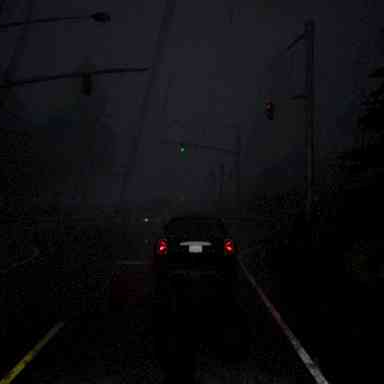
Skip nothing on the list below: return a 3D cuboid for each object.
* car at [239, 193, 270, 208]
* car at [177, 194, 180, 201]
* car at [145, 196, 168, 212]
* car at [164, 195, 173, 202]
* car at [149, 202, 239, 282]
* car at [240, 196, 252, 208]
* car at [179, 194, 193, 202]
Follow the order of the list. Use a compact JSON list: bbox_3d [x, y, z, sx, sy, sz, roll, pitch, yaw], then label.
[{"bbox_3d":[8.444,1.133,45.002,3.866,1.878,1.905,0,0,-1],"label":"car"},{"bbox_3d":[-2.213,1.136,77.263,2.097,1.767,4.553,0,0,-13],"label":"car"},{"bbox_3d":[-4.038,1.486,37.338,1.812,1.442,4.674,0,0,0],"label":"car"},{"bbox_3d":[-4.107,1.462,46.511,1.837,1.490,4.892,0,0,0],"label":"car"},{"bbox_3d":[0.103,1.349,9.908,2.097,1.767,4.553,0,0,0],"label":"car"},{"bbox_3d":[8.858,1.132,42.491,4.605,1.855,1.932,0,0,-1],"label":"car"},{"bbox_3d":[-0.927,1.552,67.130,1.895,1.301,4.718,0,0,-7],"label":"car"}]
